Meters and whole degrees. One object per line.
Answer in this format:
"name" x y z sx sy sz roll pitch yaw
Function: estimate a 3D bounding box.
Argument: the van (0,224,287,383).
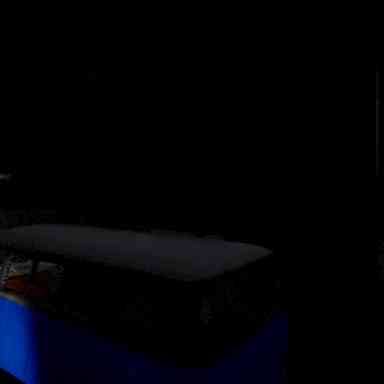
"van" -0.988 1.327 3.670 3.998 1.788 1.690 0 0 36
